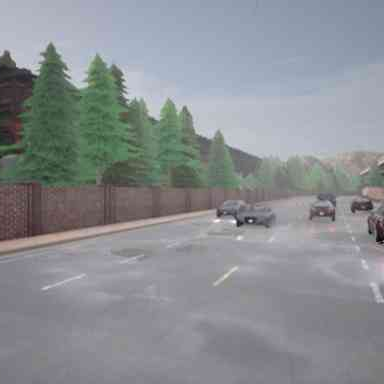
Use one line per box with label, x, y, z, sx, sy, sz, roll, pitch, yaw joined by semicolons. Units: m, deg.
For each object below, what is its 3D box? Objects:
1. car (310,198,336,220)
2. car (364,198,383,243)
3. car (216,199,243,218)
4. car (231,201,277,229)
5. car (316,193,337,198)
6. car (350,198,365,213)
car;10.679;1.448;27.176;1.812;1.442;4.674;0;0;23
car;9.570;1.308;15.535;2.097;1.767;4.553;0;0;23
car;3.553;1.419;28.773;1.837;1.490;4.892;0;0;23
car;4.202;1.501;21.339;1.994;1.385;4.181;0;0;23
car;16.534;1.105;40.952;2.150;2.045;5.566;0;0;23
car;17.820;1.379;35.028;1.882;1.535;5.008;0;0;23
